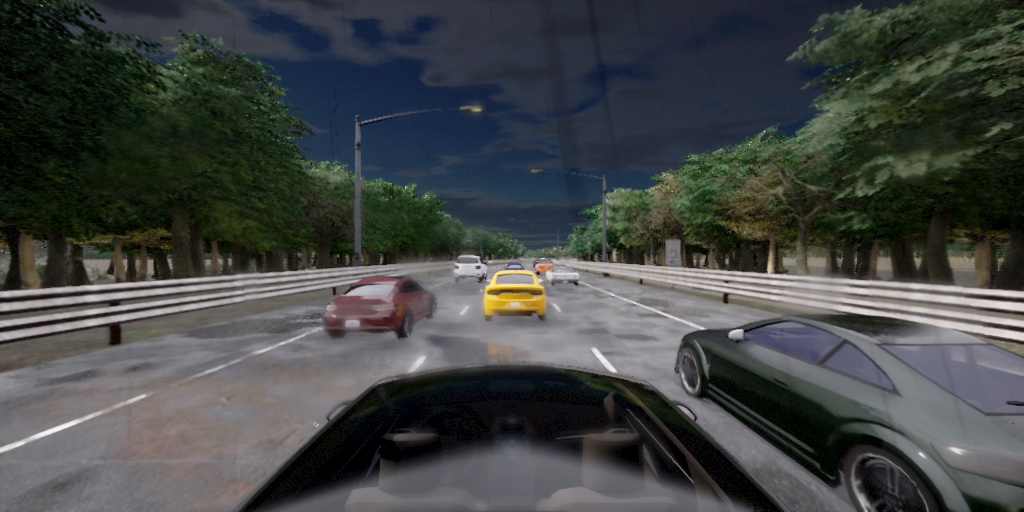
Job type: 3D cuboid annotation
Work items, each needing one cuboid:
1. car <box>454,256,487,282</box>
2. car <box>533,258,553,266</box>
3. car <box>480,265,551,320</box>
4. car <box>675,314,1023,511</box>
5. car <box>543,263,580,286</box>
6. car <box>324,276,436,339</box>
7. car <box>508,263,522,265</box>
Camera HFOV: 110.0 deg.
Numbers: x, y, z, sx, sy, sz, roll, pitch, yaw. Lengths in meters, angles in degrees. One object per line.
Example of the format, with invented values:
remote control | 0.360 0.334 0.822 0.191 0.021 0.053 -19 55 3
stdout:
car | -3.288 1.025 29.374 2.150 2.045 5.566 0 0 1
car | 3.862 1.203 41.784 2.097 1.767 4.553 0 0 2
car | 0.104 1.238 12.676 1.882 1.535 5.008 0 0 0
car | 3.502 1.311 3.852 1.994 1.385 4.181 0 0 0
car | 3.563 1.390 25.909 1.895 1.301 4.718 0 0 1
car | -3.412 1.282 9.970 1.812 1.442 4.674 0 0 0
car | 0.241 1.336 31.091 1.812 1.442 4.674 0 0 1
